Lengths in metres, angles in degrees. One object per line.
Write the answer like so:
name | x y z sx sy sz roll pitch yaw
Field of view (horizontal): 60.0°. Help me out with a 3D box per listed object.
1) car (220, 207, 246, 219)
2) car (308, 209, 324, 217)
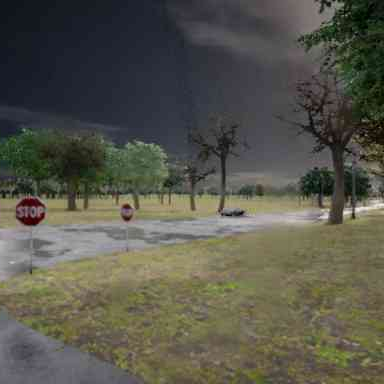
car | 5.750 2.824 46.132 1.882 1.535 5.008 1 -1 36
car | 20.799 3.508 55.670 1.895 1.301 4.718 1 -1 31
